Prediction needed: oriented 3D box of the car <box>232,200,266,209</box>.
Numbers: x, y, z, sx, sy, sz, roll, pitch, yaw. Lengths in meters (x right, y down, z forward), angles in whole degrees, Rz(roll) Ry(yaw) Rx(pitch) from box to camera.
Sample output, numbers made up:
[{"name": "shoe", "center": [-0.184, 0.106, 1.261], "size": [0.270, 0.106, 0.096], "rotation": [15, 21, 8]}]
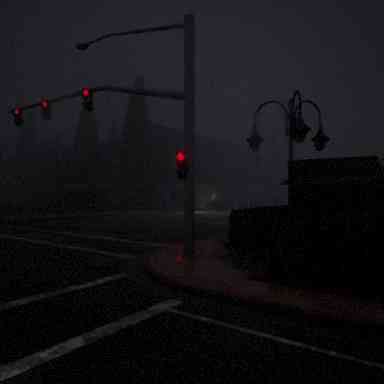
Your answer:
[{"name": "car", "center": [7.123, 1.582, 39.982], "size": [1.895, 1.301, 4.718], "rotation": [0, 0, 37]}]

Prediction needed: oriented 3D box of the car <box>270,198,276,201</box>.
[{"name": "car", "center": [13.034, 1.172, 53.464], "size": [2.033, 1.411, 5.357], "rotation": [0, 0, 37]}]

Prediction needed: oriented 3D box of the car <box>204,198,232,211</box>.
[{"name": "car", "center": [3.435, 1.469, 40.908], "size": [2.128, 1.511, 4.902], "rotation": [0, 0, 37]}]
